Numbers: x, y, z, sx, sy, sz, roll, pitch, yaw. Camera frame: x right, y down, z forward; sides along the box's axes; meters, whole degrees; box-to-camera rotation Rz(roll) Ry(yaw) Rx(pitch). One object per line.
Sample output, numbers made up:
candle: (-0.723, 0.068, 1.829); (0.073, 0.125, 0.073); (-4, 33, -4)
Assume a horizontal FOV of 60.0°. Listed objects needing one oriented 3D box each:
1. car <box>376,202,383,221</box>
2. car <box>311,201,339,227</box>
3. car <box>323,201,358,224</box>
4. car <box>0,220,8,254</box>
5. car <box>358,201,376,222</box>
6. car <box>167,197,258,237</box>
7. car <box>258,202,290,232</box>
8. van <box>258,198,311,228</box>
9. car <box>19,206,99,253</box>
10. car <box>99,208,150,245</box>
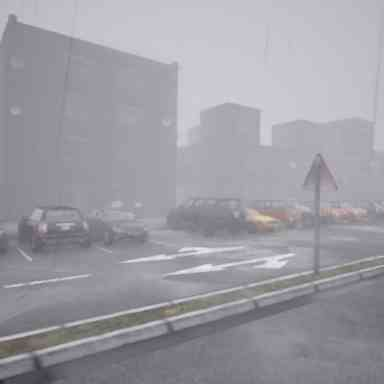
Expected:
car: (14.227, 1.549, 28.655); (2.185, 1.767, 4.553); (1, 0, -36)
car: (7.471, 1.612, 23.881); (2.097, 1.535, 5.008); (0, 0, -36)
car: (9.702, 1.506, 25.504); (2.185, 1.767, 4.553); (0, 0, -35)
car: (-8.241, 1.512, 12.663); (2.002, 1.452, 4.674); (1, 0, -35)
car: (11.946, 1.527, 27.104); (2.185, 1.767, 4.553); (1, 0, -35)
car: (0.725, 1.305, 19.097); (2.435, 2.045, 5.566); (0, 0, -35)
car: (3.092, 1.572, 20.523); (1.946, 1.575, 5.366); (0, 0, -36)
van: (5.299, 1.367, 22.181); (1.878, 1.987, 4.442); (0, 0, -35)
car: (-5.978, 1.372, 14.242); (2.185, 1.767, 4.553); (1, 0, -36)
car: (-3.752, 1.521, 15.876); (2.231, 1.521, 4.892); (1, 0, -35)
